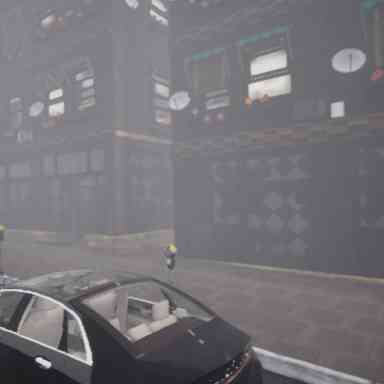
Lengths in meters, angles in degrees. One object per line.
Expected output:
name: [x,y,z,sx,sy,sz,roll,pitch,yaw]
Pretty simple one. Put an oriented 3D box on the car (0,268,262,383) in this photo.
car: [-1.417,1.564,3.754,4.403,1.369,2.008,0,-2,36]
